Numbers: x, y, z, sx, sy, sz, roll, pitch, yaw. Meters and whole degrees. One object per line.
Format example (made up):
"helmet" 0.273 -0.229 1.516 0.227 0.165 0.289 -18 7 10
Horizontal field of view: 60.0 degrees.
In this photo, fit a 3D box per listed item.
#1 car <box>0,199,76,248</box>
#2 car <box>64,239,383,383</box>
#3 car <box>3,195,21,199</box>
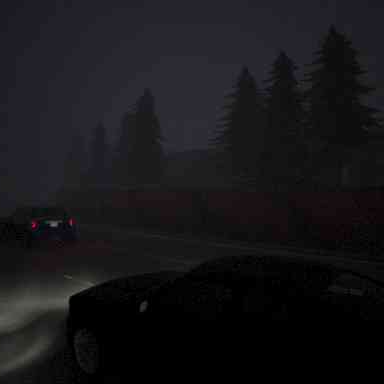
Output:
"car" -7.221 1.389 15.314 2.097 1.767 4.553 0 0 -45
"car" 0.583 1.490 3.748 5.008 1.535 1.882 0 0 37
"car" -39.646 1.383 73.450 2.097 1.767 4.553 0 0 0
